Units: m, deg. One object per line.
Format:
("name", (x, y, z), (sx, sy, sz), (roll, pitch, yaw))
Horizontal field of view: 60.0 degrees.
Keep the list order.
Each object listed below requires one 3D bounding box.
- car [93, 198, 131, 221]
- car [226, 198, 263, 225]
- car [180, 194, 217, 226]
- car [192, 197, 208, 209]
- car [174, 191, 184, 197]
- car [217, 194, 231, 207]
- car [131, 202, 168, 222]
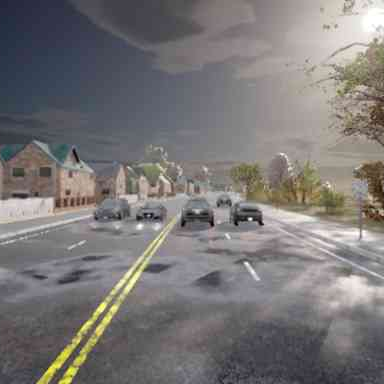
("car", (-6.201, 1.248, 26.291), (2.097, 1.767, 4.553), (0, 0, 2))
("car", (3.648, 1.410, 22.921), (1.837, 1.490, 4.892), (0, 0, 1))
("car", (0.390, 1.260, 22.556), (2.097, 1.767, 4.553), (0, 0, 1))
("car", (1.111, 1.364, 43.112), (2.033, 1.411, 5.357), (0, 0, 3))
("car", (-3.058, 0.653, 79.819), (2.150, 2.045, 5.566), (0, 0, 5))
("car", (4.602, 1.145, 47.779), (2.097, 1.767, 4.553), (0, 0, 3))
("car", (-2.984, 1.462, 25.215), (1.994, 1.385, 4.181), (0, 0, 2))
